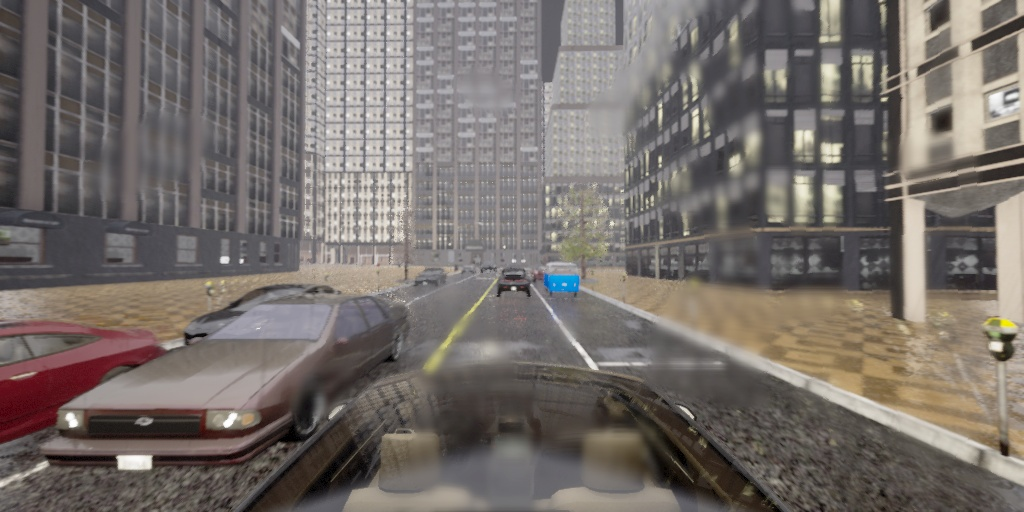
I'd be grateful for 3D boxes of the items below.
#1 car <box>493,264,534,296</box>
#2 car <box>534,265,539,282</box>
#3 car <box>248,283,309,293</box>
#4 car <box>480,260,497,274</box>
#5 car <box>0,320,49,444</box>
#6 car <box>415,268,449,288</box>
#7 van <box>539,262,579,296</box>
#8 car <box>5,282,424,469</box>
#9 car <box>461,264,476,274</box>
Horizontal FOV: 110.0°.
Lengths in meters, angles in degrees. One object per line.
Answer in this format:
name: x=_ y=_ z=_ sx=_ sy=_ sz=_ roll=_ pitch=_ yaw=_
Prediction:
car: x=0.096 y=1.417 z=20.599 sx=1.837 sy=1.490 sz=4.892 roll=0 pitch=0 yaw=0
car: x=2.692 y=1.444 z=31.550 sx=1.967 sy=1.591 sz=4.097 roll=0 pitch=0 yaw=0
car: x=-5.689 y=1.378 z=8.988 sx=1.948 sy=1.339 sz=4.313 roll=0 pitch=0 yaw=0
car: x=-3.001 y=1.297 z=47.345 sx=2.097 sy=1.767 sz=4.553 roll=0 pitch=0 yaw=0
car: x=-5.688 y=1.346 z=3.346 sx=1.802 sy=1.307 sz=4.207 roll=0 pitch=0 yaw=0
car: x=-5.689 y=1.522 z=25.916 sx=1.948 sy=1.339 sz=4.313 roll=0 pitch=0 yaw=0
van: x=2.693 y=1.250 z=20.267 sx=1.690 sy=1.789 sz=3.998 roll=0 pitch=0 yaw=0
car: x=-3.101 y=1.331 z=5.610 sx=2.033 sy=1.411 sz=5.357 roll=0 pitch=-1 yaw=0
car: x=-5.819 y=1.696 z=48.484 sx=2.007 sy=1.370 sz=4.403 roll=0 pitch=0 yaw=0
